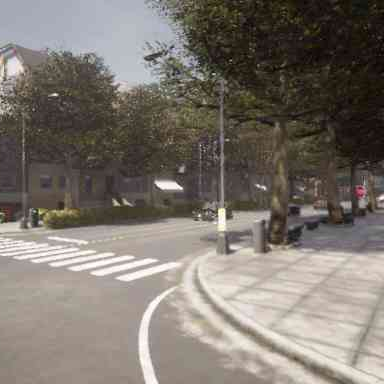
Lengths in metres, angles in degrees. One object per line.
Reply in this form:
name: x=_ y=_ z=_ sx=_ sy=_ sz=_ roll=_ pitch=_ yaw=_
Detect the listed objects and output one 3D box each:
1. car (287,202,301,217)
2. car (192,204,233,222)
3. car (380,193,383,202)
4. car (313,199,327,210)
car: x=9.185 y=1.680 z=32.530 sx=1.994 sy=1.385 sz=4.181 roll=-1 pitch=-1 yaw=35
car: x=1.755 y=1.717 z=28.287 sx=1.994 sy=1.385 sz=4.181 roll=-1 pitch=0 yaw=35
car: x=47.919 y=1.317 z=82.276 sx=2.435 sy=2.045 sz=5.566 roll=-1 pitch=0 yaw=35
car: x=17.803 y=1.664 z=44.705 sx=2.033 sy=1.411 sz=5.357 roll=-1 pitch=0 yaw=36
